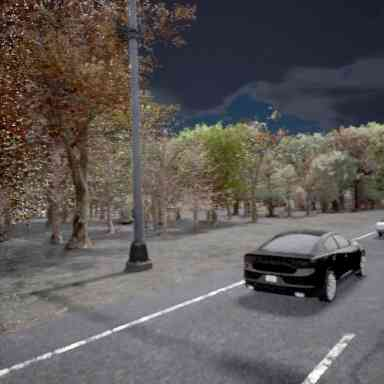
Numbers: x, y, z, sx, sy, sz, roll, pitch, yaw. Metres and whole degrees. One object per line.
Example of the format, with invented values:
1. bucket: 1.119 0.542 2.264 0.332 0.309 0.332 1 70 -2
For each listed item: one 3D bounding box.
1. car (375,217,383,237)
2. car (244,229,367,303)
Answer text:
1. car: 12.884 2.044 20.626 1.895 1.301 4.718 -4 -3 40
2. car: 3.306 1.762 9.151 1.882 1.535 5.008 -4 -3 40
